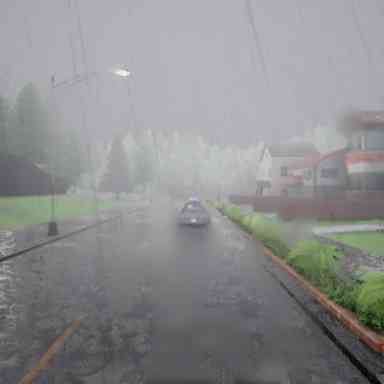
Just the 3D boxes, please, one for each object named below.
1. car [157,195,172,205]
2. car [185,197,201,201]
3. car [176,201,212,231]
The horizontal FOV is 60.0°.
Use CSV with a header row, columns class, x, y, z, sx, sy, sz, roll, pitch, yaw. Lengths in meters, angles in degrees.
class,x,y,z,sx,sy,sz,roll,pitch,yaw
car,-4.002,1.218,49.554,1.812,1.442,4.674,0,0,0
car,0.096,1.274,40.432,1.812,1.442,4.674,0,0,0
car,0.102,1.442,19.535,1.994,1.385,4.181,0,0,0
